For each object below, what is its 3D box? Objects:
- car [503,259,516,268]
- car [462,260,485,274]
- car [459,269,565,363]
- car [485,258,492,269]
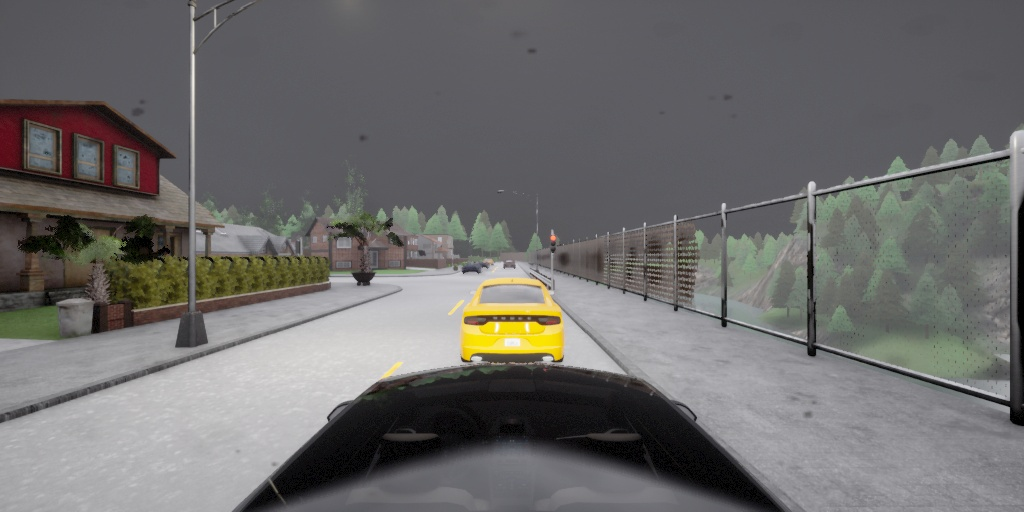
[{"bbox_3d":[-0.428,1.275,58.722,1.812,1.442,4.674,0,0,-1],"label":"car"},{"bbox_3d":[-4.468,1.351,40.514,1.895,1.301,4.718,0,0,0],"label":"car"},{"bbox_3d":[0.002,1.228,8.197,1.882,1.535,5.008,0,0,0],"label":"car"},{"bbox_3d":[-4.573,1.351,54.922,1.895,1.301,4.718,0,0,0],"label":"car"}]
